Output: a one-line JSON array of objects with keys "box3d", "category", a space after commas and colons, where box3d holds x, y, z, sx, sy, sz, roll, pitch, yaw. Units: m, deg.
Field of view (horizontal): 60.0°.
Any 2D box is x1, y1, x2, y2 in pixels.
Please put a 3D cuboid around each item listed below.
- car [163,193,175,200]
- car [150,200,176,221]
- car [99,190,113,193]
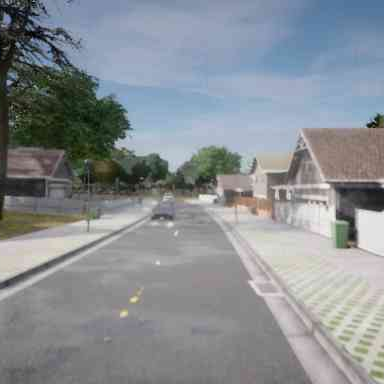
[{"box3d": [-4.754, 1.310, 69.103, 2.150, 2.045, 5.566, 0, 0, -7], "category": "car"}, {"box3d": [-2.327, 1.636, 28.021, 2.033, 1.411, 5.357, 0, 0, 0], "category": "car"}, {"box3d": [-22.170, 0.652, 87.944, 5.566, 2.045, 2.150, 3, 0, -10], "category": "car"}]
